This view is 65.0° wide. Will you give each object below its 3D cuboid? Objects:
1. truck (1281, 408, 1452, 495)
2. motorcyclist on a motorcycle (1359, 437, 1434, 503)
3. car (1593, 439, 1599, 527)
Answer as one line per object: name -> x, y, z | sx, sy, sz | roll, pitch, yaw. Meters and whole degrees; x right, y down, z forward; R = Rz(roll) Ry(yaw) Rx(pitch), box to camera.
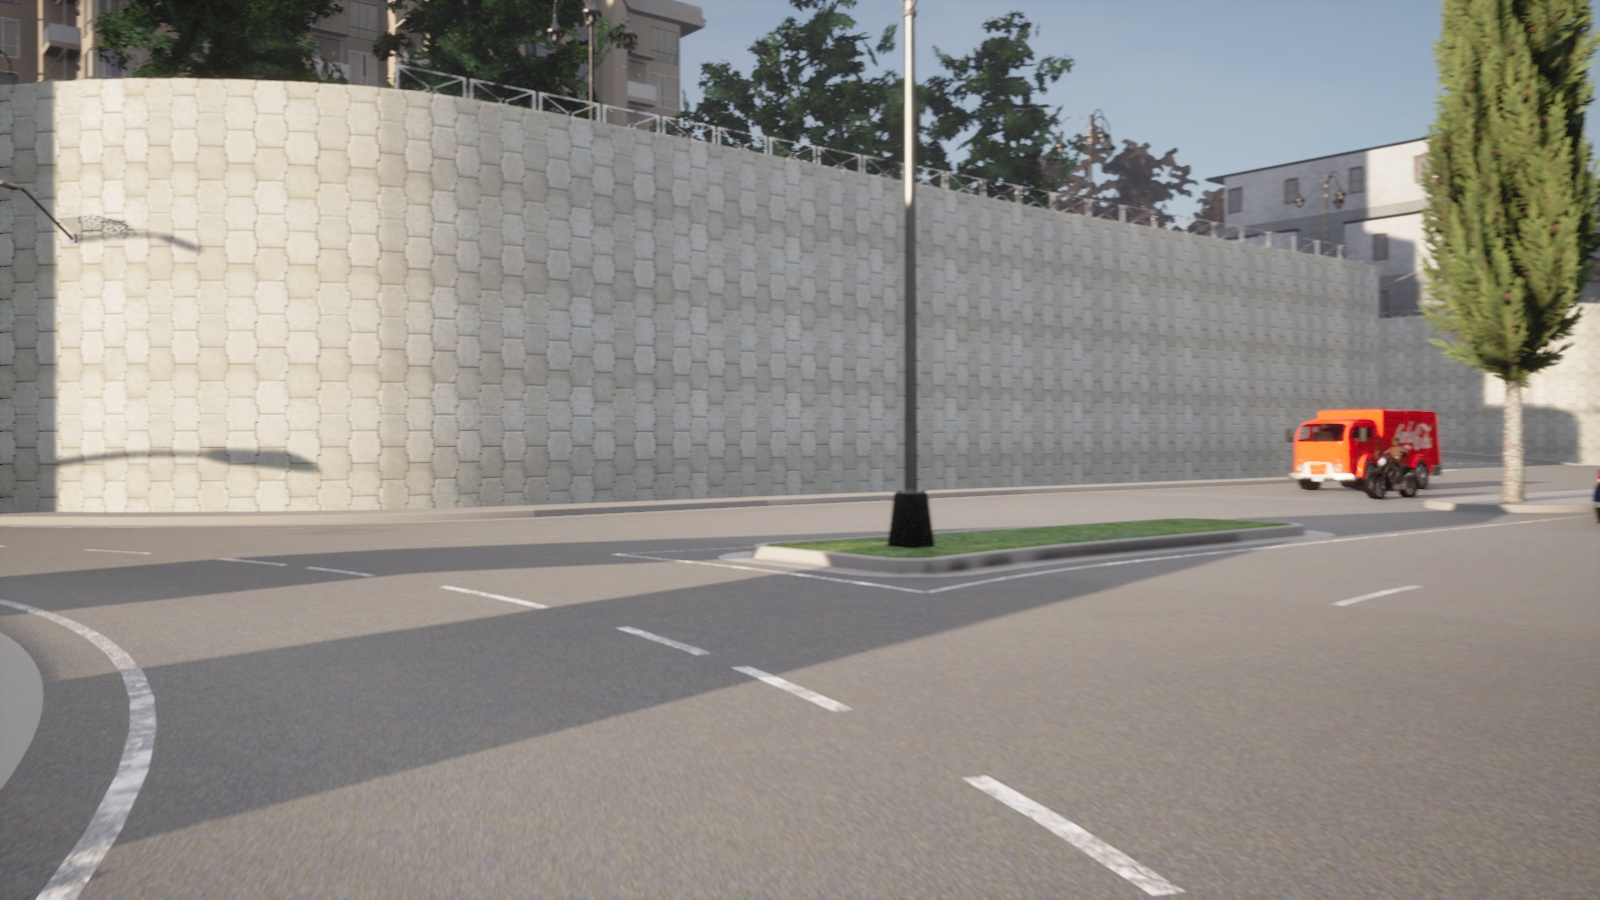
truck -> 17.297, 0.023, 38.237 | 5.204, 2.467, 2.627 | 0, 0, -38
motorcyclist on a motorcycle -> 15.367, 0.496, 32.302 | 2.350, 1.649, 0.766 | -1, 1, -38
car -> 16.089, 0.578, 22.722 | 3.705, 1.549, 1.789 | 0, 0, -38
